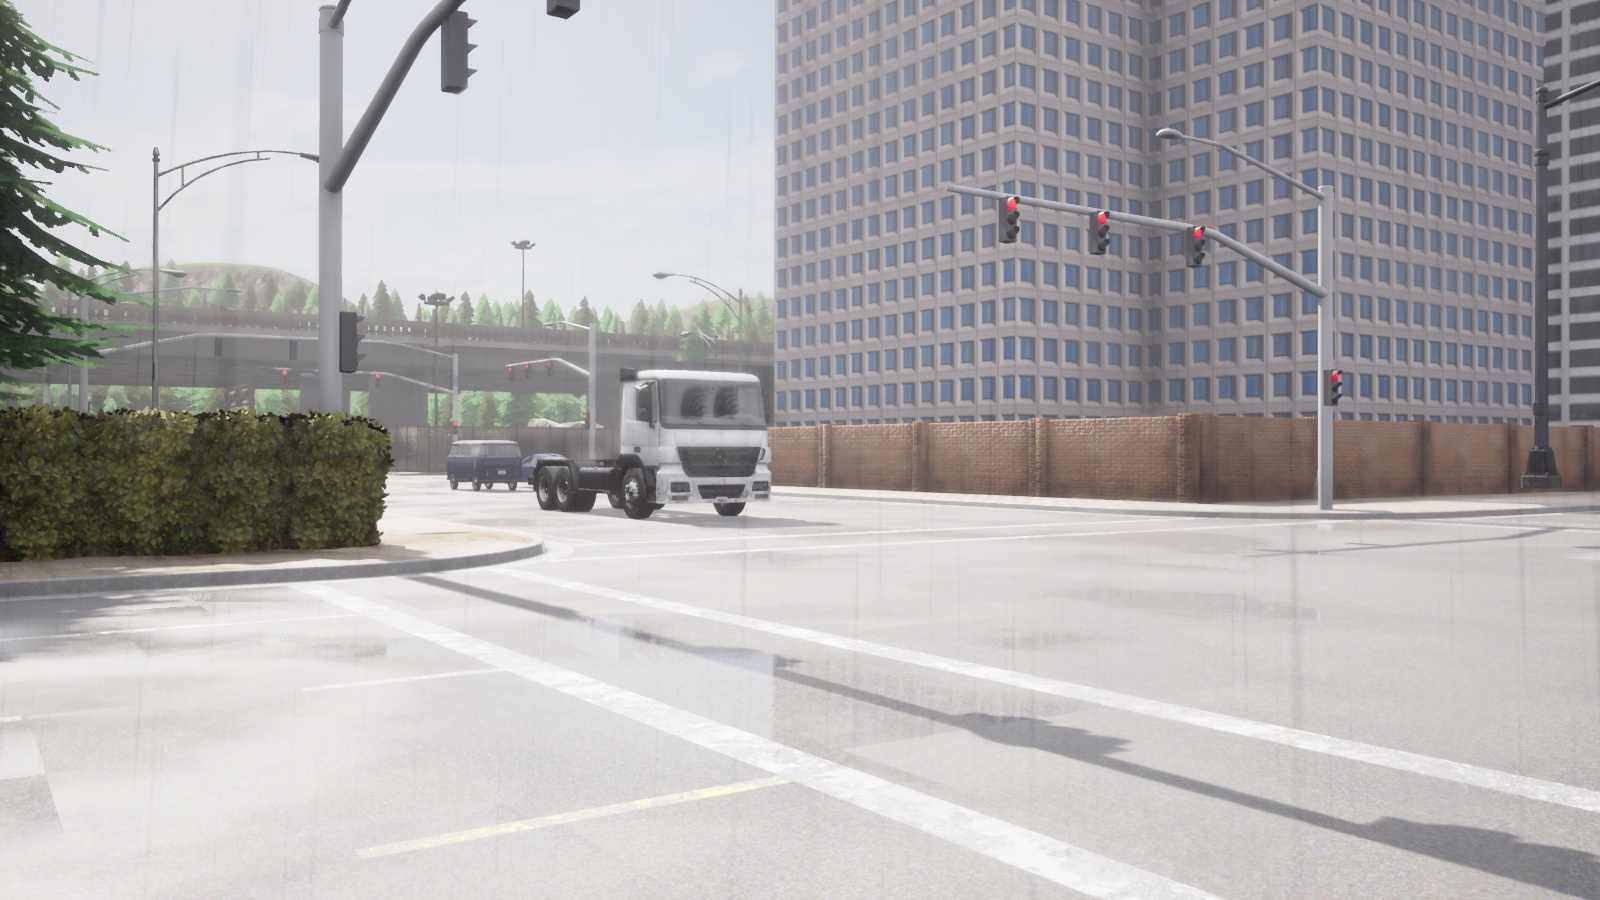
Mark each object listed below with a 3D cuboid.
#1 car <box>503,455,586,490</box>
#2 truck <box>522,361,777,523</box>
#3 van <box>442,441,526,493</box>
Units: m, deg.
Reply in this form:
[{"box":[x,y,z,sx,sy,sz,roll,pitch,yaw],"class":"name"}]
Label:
[{"box":[-10.925,0.928,53.484,1.812,1.442,4.674,0,0,-34],"class":"car"},{"box":[-3.967,-0.151,30.941,2.891,3.462,7.936,0,0,-34],"class":"truck"},{"box":[-12.538,0.648,49.647,1.775,1.987,4.442,0,0,-34],"class":"van"}]
